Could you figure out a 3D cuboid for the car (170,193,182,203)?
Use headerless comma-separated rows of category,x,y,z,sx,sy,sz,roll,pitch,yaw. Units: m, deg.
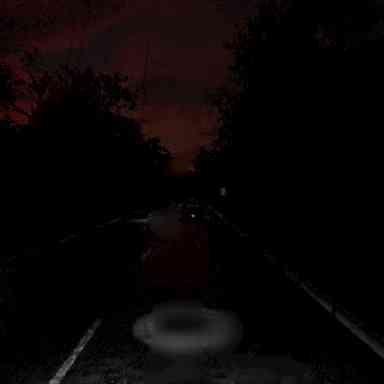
car,-3.310,1.246,70.324,2.150,2.045,5.566,0,0,0

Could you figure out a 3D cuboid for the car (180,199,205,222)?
car,0.079,1.556,26.561,1.812,1.442,4.674,0,0,0

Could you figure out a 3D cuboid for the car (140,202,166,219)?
car,-3.374,1.581,30.030,2.033,1.411,5.357,0,0,0
